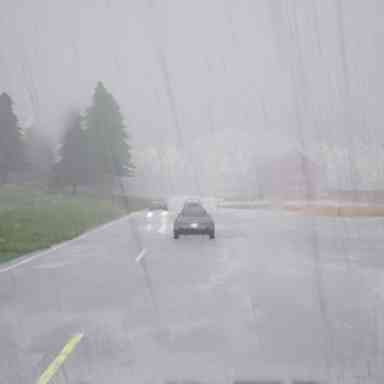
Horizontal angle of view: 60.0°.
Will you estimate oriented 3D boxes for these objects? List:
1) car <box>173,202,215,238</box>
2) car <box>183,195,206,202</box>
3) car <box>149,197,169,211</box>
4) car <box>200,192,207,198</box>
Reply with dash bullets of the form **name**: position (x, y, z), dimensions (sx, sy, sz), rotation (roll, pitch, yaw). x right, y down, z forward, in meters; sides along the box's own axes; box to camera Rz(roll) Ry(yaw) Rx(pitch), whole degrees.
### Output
- **car**: position (0.101, 1.451, 16.945), dimensions (1.994, 1.385, 4.181), rotation (0, 0, 0)
- **car**: position (0.085, 1.310, 32.440), dimensions (1.812, 1.442, 4.674), rotation (0, 0, 0)
- **car**: position (-3.507, 1.271, 35.977), dimensions (1.837, 1.490, 4.892), rotation (0, 0, 0)
- **car**: position (2.972, 0.869, 88.395), dimensions (1.816, 1.474, 4.193), rotation (-6, 1, -2)
